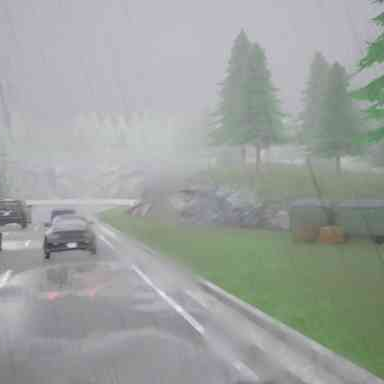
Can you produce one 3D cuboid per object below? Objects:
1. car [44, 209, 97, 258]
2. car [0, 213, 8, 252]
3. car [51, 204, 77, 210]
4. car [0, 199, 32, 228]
[{"bbox_3d":[-4.959,1.665,13.548,1.812,1.442,4.674,-1,0,-21],"label":"car"},{"bbox_3d":[-8.037,1.711,11.815,1.812,1.442,4.674,-1,0,-21],"label":"car"},{"bbox_3d":[-10.714,1.774,27.947,1.882,1.535,5.008,-1,0,-21],"label":"car"},{"bbox_3d":[-13.134,1.547,24.433,2.150,2.045,5.566,-1,0,-21],"label":"car"}]
